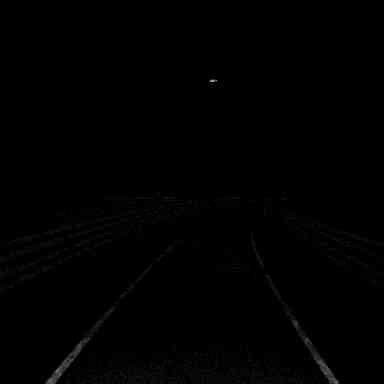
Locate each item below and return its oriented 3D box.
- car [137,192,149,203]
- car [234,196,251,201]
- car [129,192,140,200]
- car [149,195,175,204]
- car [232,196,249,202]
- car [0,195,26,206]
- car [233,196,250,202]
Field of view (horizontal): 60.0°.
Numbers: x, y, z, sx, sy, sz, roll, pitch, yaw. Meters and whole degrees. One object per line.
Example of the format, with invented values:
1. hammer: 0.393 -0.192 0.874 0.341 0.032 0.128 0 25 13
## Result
1. car: -7.733 1.367 65.627 1.882 1.535 5.008 0 0 44
2. car: 14.236 1.799 93.403 2.033 1.411 5.357 0 0 44
3. car: -10.191 1.088 68.122 2.150 2.045 5.566 0 0 44
4. car: -5.191 1.380 63.222 1.882 1.535 5.008 0 0 44
5. car: 12.596 1.709 86.669 1.837 1.490 4.892 0 0 44
6. car: -25.770 1.130 46.964 2.033 1.411 5.357 0 0 44
7. car: 12.321 1.707 81.348 2.128 1.511 4.902 0 0 44
